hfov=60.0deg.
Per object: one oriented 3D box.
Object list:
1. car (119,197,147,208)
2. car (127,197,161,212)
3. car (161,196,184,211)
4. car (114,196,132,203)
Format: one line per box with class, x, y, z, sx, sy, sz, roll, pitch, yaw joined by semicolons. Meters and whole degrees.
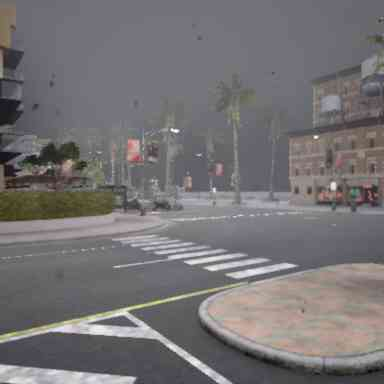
car;-8.821;1.510;49.031;2.033;1.411;5.357;0;0;-35
car;-5.861;1.495;38.698;1.812;1.442;4.674;0;0;-35
car;-2.892;1.315;40.564;2.097;1.767;4.553;0;0;-35
car;-14.216;1.500;68.762;1.994;1.385;4.181;0;0;-39
